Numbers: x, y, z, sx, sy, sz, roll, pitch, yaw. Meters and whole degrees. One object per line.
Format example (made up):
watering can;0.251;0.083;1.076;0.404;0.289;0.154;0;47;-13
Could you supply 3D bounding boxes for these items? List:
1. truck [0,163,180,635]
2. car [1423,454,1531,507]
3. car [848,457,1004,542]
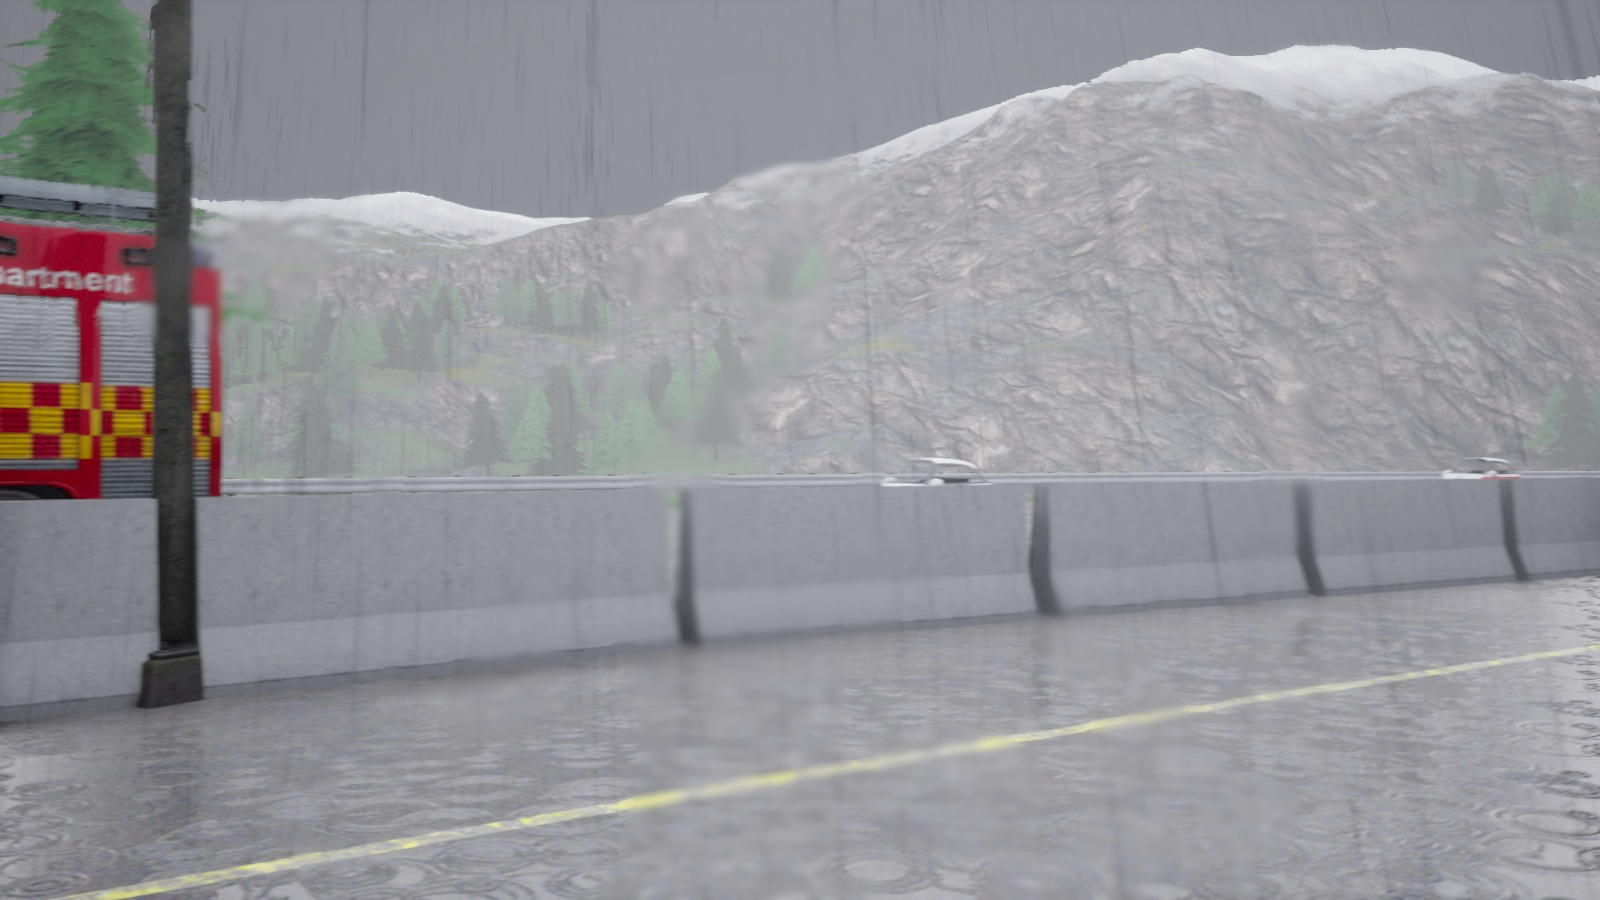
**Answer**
truck;-9.705;-0.411;9.683;8.468;3.827;2.891;0;0;-36
car;18.044;0.801;33.474;2.207;1.376;1.481;0;0;-24
car;2.159;0.806;21.505;2.207;1.376;1.481;0;0;-30
